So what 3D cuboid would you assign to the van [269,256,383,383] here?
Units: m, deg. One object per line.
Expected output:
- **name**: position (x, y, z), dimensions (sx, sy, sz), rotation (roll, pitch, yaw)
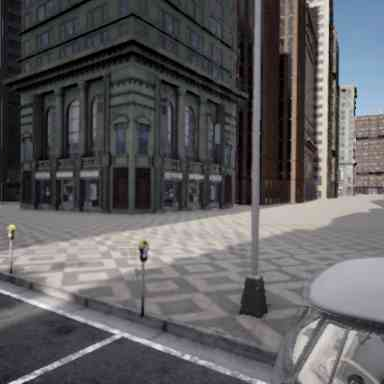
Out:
- **van**: position (2.255, 1.340, 1.385), dimensions (3.998, 1.788, 1.690), rotation (0, 1, 35)
